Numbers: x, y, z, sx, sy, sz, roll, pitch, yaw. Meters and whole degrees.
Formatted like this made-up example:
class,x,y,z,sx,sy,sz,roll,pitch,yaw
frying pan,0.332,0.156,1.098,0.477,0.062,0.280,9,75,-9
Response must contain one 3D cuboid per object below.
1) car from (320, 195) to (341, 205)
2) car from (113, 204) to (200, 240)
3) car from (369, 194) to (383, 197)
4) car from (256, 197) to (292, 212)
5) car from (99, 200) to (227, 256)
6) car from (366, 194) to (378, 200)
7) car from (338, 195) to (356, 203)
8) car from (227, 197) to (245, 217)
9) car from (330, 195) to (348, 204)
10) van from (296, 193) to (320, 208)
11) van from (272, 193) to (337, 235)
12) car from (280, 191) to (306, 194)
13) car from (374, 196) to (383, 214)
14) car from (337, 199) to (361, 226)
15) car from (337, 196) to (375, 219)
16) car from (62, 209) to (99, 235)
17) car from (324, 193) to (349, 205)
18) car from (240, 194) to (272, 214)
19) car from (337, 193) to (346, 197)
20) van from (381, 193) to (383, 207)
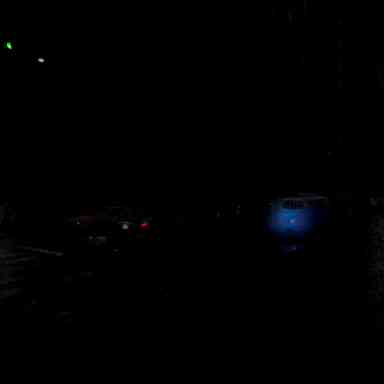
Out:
class,x,y,z,sx,sy,sz,roll,pitch,yaw
car,21.394,1.224,51.324,1.947,1.339,4.313,0,0,37
car,-1.638,1.370,16.715,1.994,1.385,4.181,0,0,37
car,18.922,1.238,34.017,2.008,1.369,4.403,0,0,37
car,8.570,1.284,34.498,2.008,1.369,4.403,0,0,37
car,-0.893,1.160,12.581,2.097,1.767,4.553,0,0,37
car,43.692,1.092,80.579,2.008,1.369,4.403,0,0,37
car,27.807,1.173,59.737,2.008,1.369,4.403,0,0,37
car,2.158,1.318,26.085,1.887,1.381,4.507,0,0,37
car,24.498,1.166,55.395,1.752,1.417,4.829,0,0,37
van,14.982,1.036,42.911,1.690,1.788,3.998,0,0,37
van,5.797,1.111,16.795,1.690,1.788,3.998,0,0,37
car,9.113,0.956,30.815,2.150,2.045,5.566,0,0,37
car,15.641,1.289,29.712,1.802,1.307,4.206,0,0,37
car,9.078,1.315,21.101,1.947,1.339,4.313,0,0,37
car,12.360,1.272,25.406,1.887,1.381,4.507,0,0,37
car,-4.363,1.343,17.539,1.752,1.417,4.829,0,0,37
car,19.109,0.871,43.773,1.882,1.535,5.008,0,0,37
car,5.364,1.068,30.291,2.192,1.841,5.009,0,0,37
car,14.304,1.189,32.518,1.882,1.535,5.008,0,0,37
van,25.485,0.990,42.627,1.690,1.788,3.998,0,0,37
